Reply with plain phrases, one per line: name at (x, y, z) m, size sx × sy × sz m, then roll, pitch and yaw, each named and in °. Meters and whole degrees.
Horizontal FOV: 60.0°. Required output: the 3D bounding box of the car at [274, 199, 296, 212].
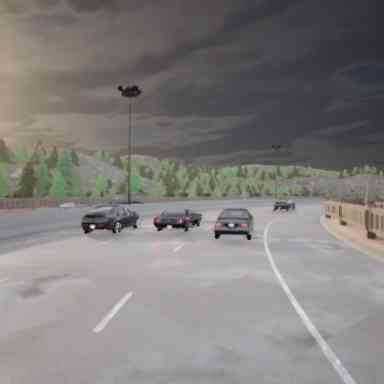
car at (11.489, 1.611, 41.110) m, size 1.837 × 1.490 × 4.892 m, roll 0°, pitch -1°, yaw 29°

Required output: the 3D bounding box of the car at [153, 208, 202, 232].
car at (-0.691, 1.616, 20.241) m, size 1.895 × 1.301 × 4.718 m, roll 0°, pitch 0°, yaw 14°

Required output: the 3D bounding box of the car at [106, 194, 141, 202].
car at (-8.373, 1.302, 41.081) m, size 2.150 × 2.045 × 5.566 m, roll 0°, pitch -1°, yaw 24°

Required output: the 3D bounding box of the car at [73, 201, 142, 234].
car at (-4.505, 1.509, 19.171) m, size 1.837 × 1.490 × 4.892 m, roll 0°, pitch 0°, yaw 12°

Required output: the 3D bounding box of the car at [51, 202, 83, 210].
car at (-9.833, 1.541, 27.171) m, size 1.812 × 1.442 × 4.674 m, roll 0°, pitch 0°, yaw 17°

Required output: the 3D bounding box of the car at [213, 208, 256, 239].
car at (2.311, 1.565, 17.615) m, size 2.033 × 1.411 × 5.357 m, roll 0°, pitch 0°, yaw 12°

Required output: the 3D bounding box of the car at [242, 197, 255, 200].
car at (10.949, 1.801, 64.583) m, size 1.837 × 1.490 × 4.892 m, roll 0°, pitch -1°, yaw 42°

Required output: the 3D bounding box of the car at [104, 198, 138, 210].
car at (-9.771, 1.583, 46.186) m, size 1.882 × 1.535 × 5.008 m, roll 0°, pitch 0°, yaw 27°
